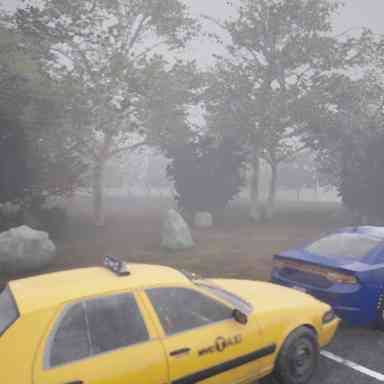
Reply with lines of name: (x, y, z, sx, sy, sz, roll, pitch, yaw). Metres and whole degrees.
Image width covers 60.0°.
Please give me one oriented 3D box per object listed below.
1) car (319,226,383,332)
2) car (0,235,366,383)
car: (3.816, 1.448, 6.778, 5.008, 1.535, 2.097, 0, 0, -33)
car: (-0.559, 1.470, 3.649, 5.366, 1.575, 1.946, 0, 0, -33)
